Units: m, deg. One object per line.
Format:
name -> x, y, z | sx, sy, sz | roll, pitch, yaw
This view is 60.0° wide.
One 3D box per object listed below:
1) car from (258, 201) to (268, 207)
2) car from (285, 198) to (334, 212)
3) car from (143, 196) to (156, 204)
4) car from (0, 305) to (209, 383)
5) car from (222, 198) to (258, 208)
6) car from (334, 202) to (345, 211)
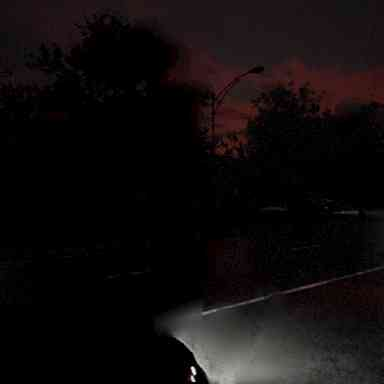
car -> 8.784, 1.548, 48.477 | 1.895, 1.301, 4.718 | 0, 0, -37
car -> 12.848, 1.461, 37.420 | 1.837, 1.490, 4.892 | 0, 0, -37
car -> -7.590, 1.505, 64.236 | 2.033, 1.411, 5.357 | 0, 0, -37
car -> -1.855, 1.564, 2.358 | 4.181, 1.385, 1.994 | 0, 0, -36
car -> 6.353, 1.557, 45.896 | 1.895, 1.301, 4.718 | 0, 0, -37
car -> 15.689, 1.472, 39.467 | 1.812, 1.442, 4.674 | 0, 0, -37
